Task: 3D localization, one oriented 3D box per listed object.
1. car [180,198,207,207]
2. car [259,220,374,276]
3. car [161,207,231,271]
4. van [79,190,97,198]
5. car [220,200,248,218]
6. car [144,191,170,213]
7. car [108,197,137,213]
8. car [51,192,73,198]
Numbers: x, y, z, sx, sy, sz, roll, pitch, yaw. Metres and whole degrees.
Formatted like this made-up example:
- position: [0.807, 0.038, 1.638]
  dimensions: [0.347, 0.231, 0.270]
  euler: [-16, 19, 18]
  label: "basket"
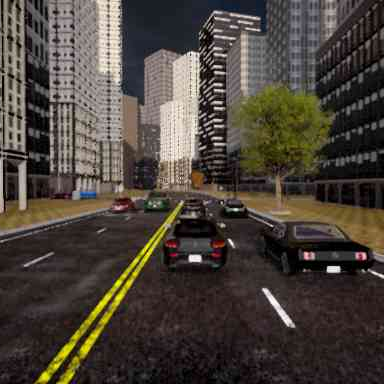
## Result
- position: [0.092, 1.246, 26.663]
  dimensions: [1.837, 1.490, 4.892]
  euler: [0, 1, 0]
  label: "car"
- position: [3.334, 1.506, 10.017]
  dimensions: [1.895, 1.301, 4.718]
  euler: [0, 1, 0]
  label: "car"
- position: [0.094, 1.427, 10.375]
  dimensions: [1.812, 1.442, 4.674]
  euler: [0, 1, 0]
  label: "car"
- position: [-22.638, 0.455, 72.011]
  dimensions: [3.998, 1.788, 1.690]
  euler: [0, 1, 1]
  label: "van"
- position: [3.342, 1.299, 27.308]
  dimensions: [1.994, 1.385, 4.181]
  euler: [0, 1, 0]
  label: "car"
- position: [-3.344, 0.903, 32.637]
  dimensions: [2.150, 2.045, 5.566]
  euler: [0, 0, 0]
  label: "car"
- position: [-6.593, 1.211, 32.085]
  dimensions: [1.812, 1.442, 4.674]
  euler: [0, 0, 0]
  label: "car"
- position: [-28.177, 0.633, 72.061]
  dimensions: [4.507, 1.381, 1.887]
  euler: [0, 1, 1]
  label: "car"
